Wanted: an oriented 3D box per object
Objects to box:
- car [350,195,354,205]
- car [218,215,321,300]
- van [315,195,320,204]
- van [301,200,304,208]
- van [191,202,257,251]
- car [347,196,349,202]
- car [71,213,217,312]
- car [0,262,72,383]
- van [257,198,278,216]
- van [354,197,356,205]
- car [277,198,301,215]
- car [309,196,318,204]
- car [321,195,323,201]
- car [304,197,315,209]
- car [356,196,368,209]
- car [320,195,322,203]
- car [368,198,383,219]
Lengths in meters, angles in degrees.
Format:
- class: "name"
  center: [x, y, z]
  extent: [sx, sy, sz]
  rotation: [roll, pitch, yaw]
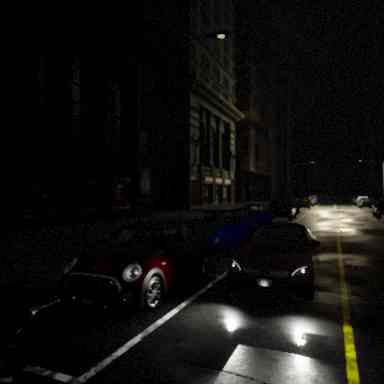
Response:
- class: "car"
  center: [33.336, 1.821, 66.655]
  extent: [1.967, 1.590, 4.097]
  rotation: [0, 0, 23]
- class: "car"
  center: [2.365, 1.565, 8.804]
  extent: [1.812, 1.442, 4.674]
  rotation: [0, 0, 23]
- class: "van"
  center: [25.491, 1.714, 69.993]
  extent: [1.690, 1.788, 3.998]
  rotation: [0, 0, 23]
- class: "van"
  center: [9.994, 1.501, 33.707]
  extent: [1.690, 1.788, 3.998]
  rotation: [0, 0, 23]
- class: "van"
  center: [1.139, 1.393, 12.973]
  extent: [1.690, 1.788, 3.998]
  rotation: [0, 0, 23]
- class: "car"
  center: [37.763, 1.995, 77.020]
  extent: [2.008, 1.369, 4.403]
  rotation: [0, 0, 23]
- class: "car"
  center: [-1.075, 1.466, 7.790]
  extent: [1.967, 1.590, 4.097]
  rotation: [0, 0, 23]
- class: "car"
  center: [-3.289, 1.567, 2.605]
  extent: [1.947, 1.339, 4.313]
  rotation: [0, 0, 23]
- class: "van"
  center: [3.353, 1.419, 18.157]
  extent: [1.690, 1.788, 3.998]
  rotation: [0, 0, 23]
- class: "van"
  center: [28.908, 1.659, 56.288]
  extent: [1.690, 1.788, 3.998]
  rotation: [0, 0, 23]
- class: "car"
  center: [7.780, 1.447, 28.524]
  extent: [2.192, 1.841, 5.009]
  rotation: [0, 0, 23]
- class: "car"
  center: [21.063, 1.876, 59.624]
  extent: [1.947, 1.339, 4.313]
  rotation: [0, 0, 23]
- class: "car"
  center: [29.919, 2.002, 80.359]
  extent: [1.947, 1.339, 4.313]
  rotation: [0, 0, 23]
- class: "car"
  center: [16.636, 1.793, 49.257]
  extent: [1.887, 1.381, 4.507]
  rotation: [0, 0, 23]
- class: "car"
  center: [26.761, 1.813, 51.261]
  extent: [1.752, 1.417, 4.829]
  rotation: [0, 0, 23]
- class: "car"
  center: [27.705, 1.970, 75.175]
  extent: [1.947, 1.339, 4.313]
  rotation: [0, 0, 23]
- class: "car"
  center: [17.840, 1.483, 30.372]
  extent: [2.192, 1.841, 5.009]
  rotation: [0, 0, 23]
